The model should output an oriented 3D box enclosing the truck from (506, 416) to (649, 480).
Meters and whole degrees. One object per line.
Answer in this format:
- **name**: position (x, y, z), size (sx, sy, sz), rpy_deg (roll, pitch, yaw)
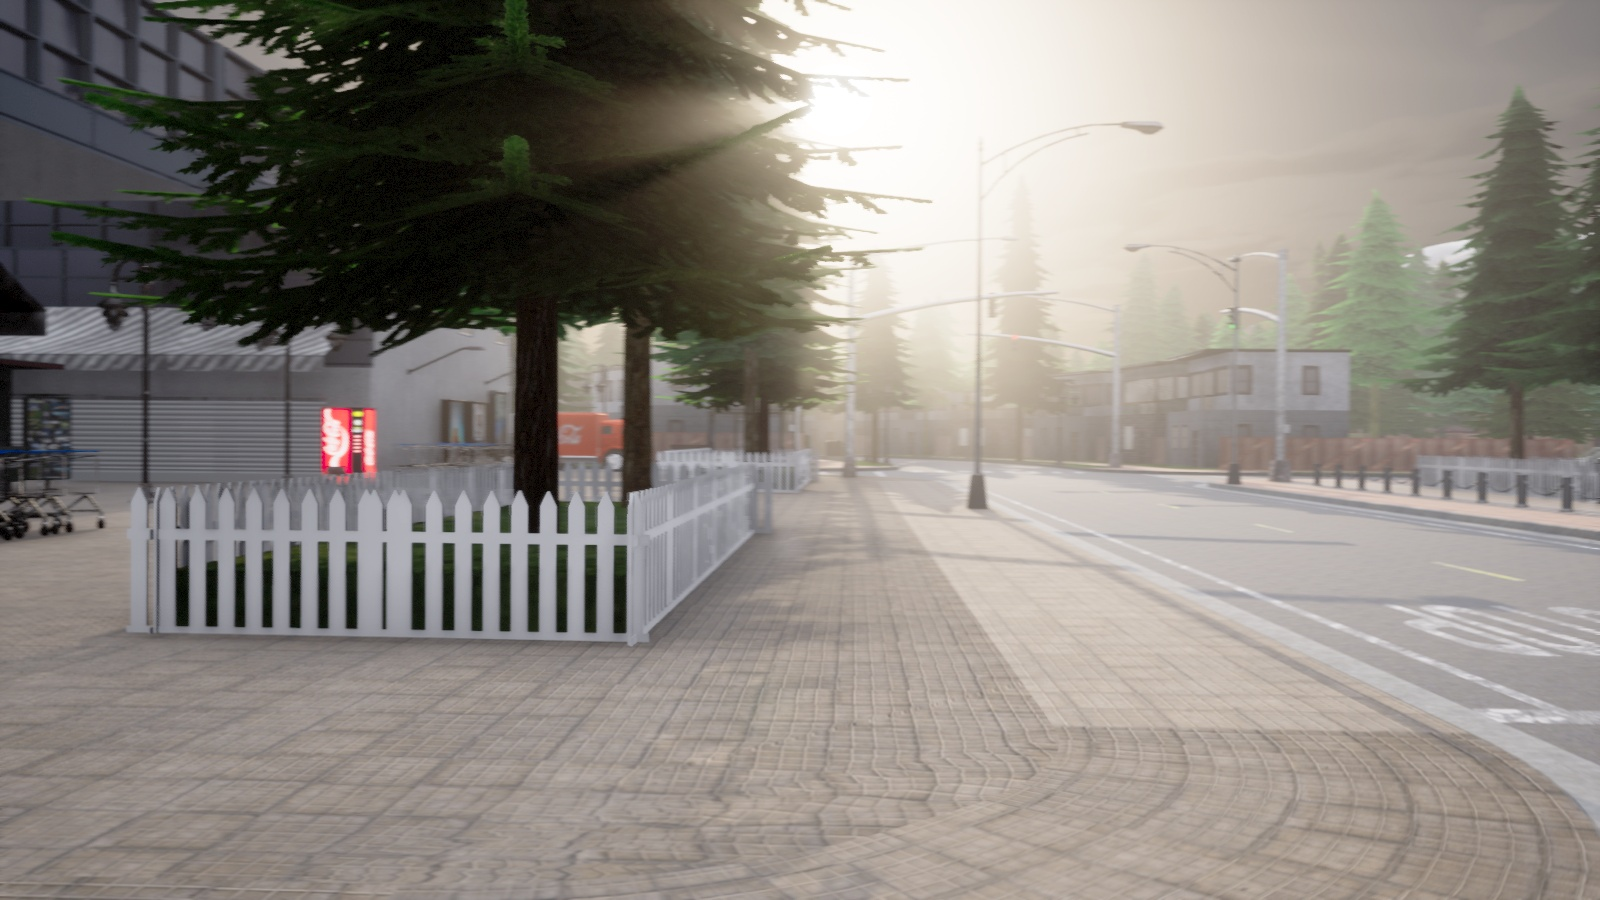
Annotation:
- **truck**: position (-8.986, -0.089, 51.002), size (5.204, 2.467, 2.627), rpy_deg (-1, 1, 4)
